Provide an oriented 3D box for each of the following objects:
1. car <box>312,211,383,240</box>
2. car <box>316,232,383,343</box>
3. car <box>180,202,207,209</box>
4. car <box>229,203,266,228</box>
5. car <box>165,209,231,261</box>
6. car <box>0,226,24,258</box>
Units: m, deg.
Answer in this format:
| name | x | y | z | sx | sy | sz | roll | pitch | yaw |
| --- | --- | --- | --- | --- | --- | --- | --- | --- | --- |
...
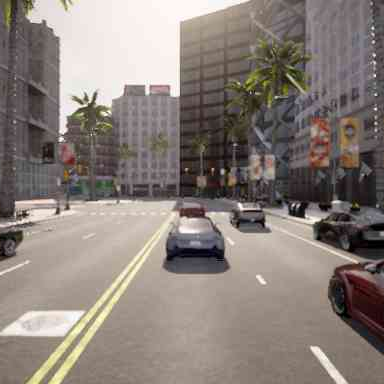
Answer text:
| name | x | y | z | sx | sy | sz | roll | pitch | yaw |
| --- | --- | --- | --- | --- | --- | --- | --- | --- | --- |
| car | 6.692 | 1.503 | 13.893 | 2.161 | 1.482 | 4.786 | 0 | 0 | -1 |
| car | 3.612 | 1.561 | 4.755 | 1.994 | 1.385 | 4.181 | 0 | 0 | 0 |
| car | 0.074 | 1.456 | 25.046 | 1.882 | 1.535 | 5.008 | 0 | 0 | 2 |
| car | 3.587 | 1.473 | 22.097 | 2.128 | 1.511 | 4.902 | 0 | 0 | 0 |
| car | 0.105 | 1.554 | 12.304 | 1.994 | 1.385 | 4.181 | 0 | 0 | 0 |
| car | -7.088 | 1.590 | 9.975 | 1.895 | 1.301 | 4.718 | 0 | 0 | 0 |
